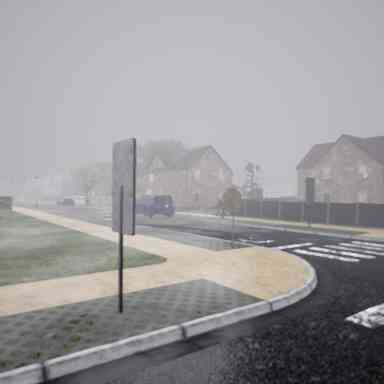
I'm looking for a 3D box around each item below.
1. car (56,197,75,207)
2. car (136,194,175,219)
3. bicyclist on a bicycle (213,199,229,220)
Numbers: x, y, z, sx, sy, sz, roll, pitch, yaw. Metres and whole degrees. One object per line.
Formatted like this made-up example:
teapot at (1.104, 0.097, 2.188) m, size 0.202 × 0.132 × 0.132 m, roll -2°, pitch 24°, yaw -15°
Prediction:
car at (-19.552, 1.567, 51.342) m, size 1.837 × 1.490 × 4.892 m, roll 1°, pitch 0°, yaw -36°
car at (-3.640, 1.234, 29.311) m, size 2.150 × 2.045 × 5.566 m, roll 1°, pitch 0°, yaw -36°
bicyclist on a bicycle at (2.311, 1.350, 26.009) m, size 1.656 × 1.620 × 0.582 m, roll 0°, pitch 0°, yaw -36°
